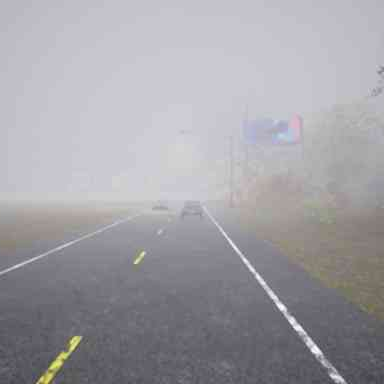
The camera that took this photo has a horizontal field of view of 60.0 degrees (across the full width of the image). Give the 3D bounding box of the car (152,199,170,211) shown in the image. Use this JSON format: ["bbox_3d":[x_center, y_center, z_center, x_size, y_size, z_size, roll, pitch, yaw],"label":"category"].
[{"bbox_3d":[-3.576,1.500,39.731,2.033,1.411,5.357,0,0,0],"label":"car"}]

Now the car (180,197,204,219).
[{"bbox_3d":[0.013,1.456,28.517,2.128,1.511,4.902,0,0,0],"label":"car"}]

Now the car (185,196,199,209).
[{"bbox_3d":[0.008,1.420,45.026,1.882,1.535,5.008,0,0,0],"label":"car"}]
